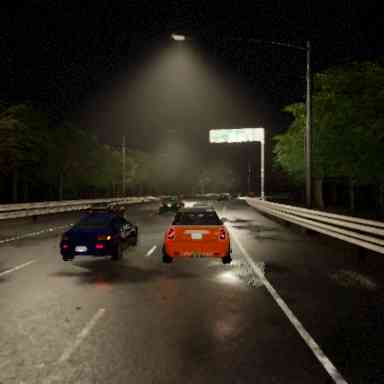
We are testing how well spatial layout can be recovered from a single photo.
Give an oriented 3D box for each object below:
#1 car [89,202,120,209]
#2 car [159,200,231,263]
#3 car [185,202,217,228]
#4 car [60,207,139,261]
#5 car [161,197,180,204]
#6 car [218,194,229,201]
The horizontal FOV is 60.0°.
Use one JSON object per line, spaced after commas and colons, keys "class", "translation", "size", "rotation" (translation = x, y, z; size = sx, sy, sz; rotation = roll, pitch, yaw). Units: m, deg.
{"class": "car", "translation": [-6.157, 1.471, 24.169], "size": [1.837, 1.490, 4.892], "rotation": [0, 0, 4]}
{"class": "car", "translation": [0.214, 1.343, 12.097], "size": [2.097, 1.767, 4.553], "rotation": [0, 0, 2]}
{"class": "car", "translation": [0.735, 1.530, 23.579], "size": [2.033, 1.411, 5.357], "rotation": [0, 0, 4]}
{"class": "car", "translation": [-3.185, 1.509, 12.101], "size": [1.812, 1.442, 4.674], "rotation": [0, 0, 2]}
{"class": "car", "translation": [-1.930, 1.318, 33.547], "size": [2.097, 1.767, 4.553], "rotation": [0, 0, 5]}
{"class": "car", "translation": [7.324, 1.274, 77.019], "size": [2.097, 1.767, 4.553], "rotation": [0, 0, 11]}
